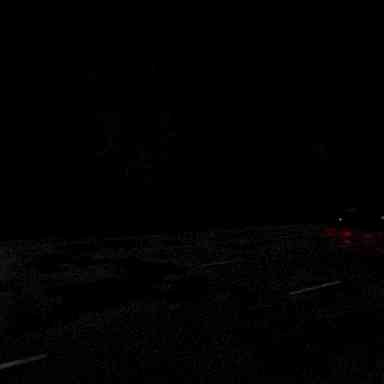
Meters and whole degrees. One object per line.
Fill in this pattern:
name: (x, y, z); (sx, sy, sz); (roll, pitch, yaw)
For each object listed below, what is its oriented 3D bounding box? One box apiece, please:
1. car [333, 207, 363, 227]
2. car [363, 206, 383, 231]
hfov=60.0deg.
car: (12.703, 1.871, 25.589); (4.674, 1.442, 1.812); (2, -1, -35)
car: (13.685, 1.682, 21.994); (4.553, 1.767, 2.097); (1, -1, -35)
